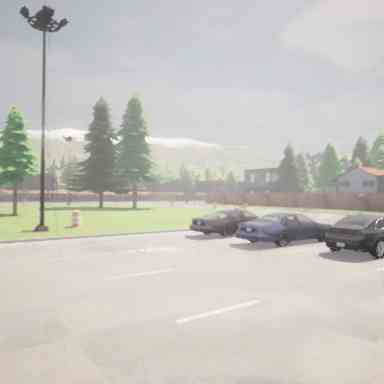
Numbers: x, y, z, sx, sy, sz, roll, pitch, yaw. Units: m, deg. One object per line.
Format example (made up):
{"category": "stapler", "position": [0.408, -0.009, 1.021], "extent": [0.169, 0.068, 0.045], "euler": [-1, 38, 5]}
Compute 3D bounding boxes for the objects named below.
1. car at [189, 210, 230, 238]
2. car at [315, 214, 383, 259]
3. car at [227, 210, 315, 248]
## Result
{"category": "car", "position": [2.433, 1.687, 18.537], "extent": [5.357, 1.411, 2.033], "euler": [1, 0, -35]}
{"category": "car", "position": [7.334, 1.657, 13.378], "extent": [4.892, 1.490, 1.837], "euler": [0, 0, -35]}
{"category": "car", "position": [4.483, 1.687, 15.657], "extent": [5.357, 1.411, 2.033], "euler": [1, 0, -35]}
